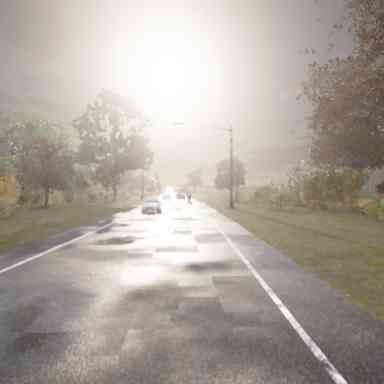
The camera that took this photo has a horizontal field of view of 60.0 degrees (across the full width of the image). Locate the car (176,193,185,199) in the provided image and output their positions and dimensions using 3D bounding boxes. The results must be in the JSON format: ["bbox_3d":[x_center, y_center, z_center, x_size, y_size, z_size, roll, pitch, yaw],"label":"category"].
[{"bbox_3d":[-2.725,1.136,85.667,1.994,1.385,4.181,0,0,-4],"label":"car"}]

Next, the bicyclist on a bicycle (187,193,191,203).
[{"bbox_3d":[-0.388,1.089,59.961,0.659,1.776,1.843,0,0,-3],"label":"bicyclist on a bicycle"}]

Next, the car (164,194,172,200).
[{"bbox_3d":[-5.569,1.091,74.368,1.812,1.442,4.674,0,0,-3],"label":"car"}]

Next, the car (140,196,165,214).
[{"bbox_3d":[-4.048,1.369,33.869,1.812,1.442,4.674,0,0,-2],"label":"car"}]

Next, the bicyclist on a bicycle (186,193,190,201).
[{"bbox_3d":[-0.852,1.109,69.553,0.866,1.612,1.509,0,0,-3],"label":"bicyclist on a bicycle"}]
